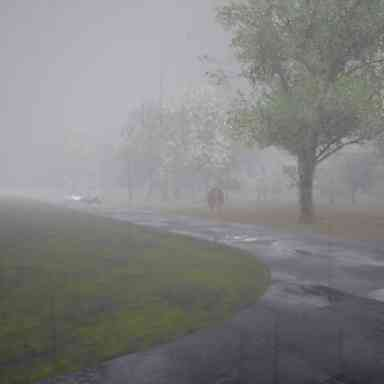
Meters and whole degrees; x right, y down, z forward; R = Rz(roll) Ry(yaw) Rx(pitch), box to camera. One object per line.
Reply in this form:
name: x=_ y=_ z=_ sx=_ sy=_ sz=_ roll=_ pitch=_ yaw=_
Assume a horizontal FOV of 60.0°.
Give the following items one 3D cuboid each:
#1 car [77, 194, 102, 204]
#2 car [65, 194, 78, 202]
car: x=-14.200 y=1.057 z=46.592 sx=1.895 sy=1.301 sz=4.718 roll=1 pitch=1 yaw=-33
car: x=-19.576 y=0.908 z=54.766 sx=1.895 sy=1.301 sz=4.718 roll=1 pitch=1 yaw=-33
